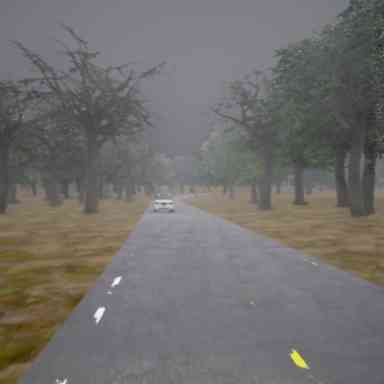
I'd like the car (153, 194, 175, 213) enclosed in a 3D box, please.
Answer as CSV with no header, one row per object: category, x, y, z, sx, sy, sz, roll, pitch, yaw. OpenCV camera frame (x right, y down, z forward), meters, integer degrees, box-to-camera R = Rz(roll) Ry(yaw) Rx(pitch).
car,-3.221,1.208,37.662,2.150,2.045,5.566,1,0,-6
